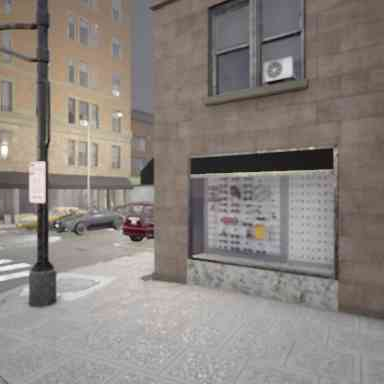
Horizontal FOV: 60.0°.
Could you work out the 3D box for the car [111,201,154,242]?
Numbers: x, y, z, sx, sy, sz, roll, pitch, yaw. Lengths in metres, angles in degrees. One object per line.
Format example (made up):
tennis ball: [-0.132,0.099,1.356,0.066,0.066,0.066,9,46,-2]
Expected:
car: [-1.011,1.309,15.529,2.192,1.841,5.009,0,0,35]

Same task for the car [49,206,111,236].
car: [-5.798,1.562,18.749,1.994,1.385,4.181,0,0,35]

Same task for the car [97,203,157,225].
car: [-4.781,1.554,25.057,1.947,1.339,4.313,0,0,35]

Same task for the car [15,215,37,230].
car: [-8.100,1.525,20.269,1.752,1.417,4.829,0,0,35]
